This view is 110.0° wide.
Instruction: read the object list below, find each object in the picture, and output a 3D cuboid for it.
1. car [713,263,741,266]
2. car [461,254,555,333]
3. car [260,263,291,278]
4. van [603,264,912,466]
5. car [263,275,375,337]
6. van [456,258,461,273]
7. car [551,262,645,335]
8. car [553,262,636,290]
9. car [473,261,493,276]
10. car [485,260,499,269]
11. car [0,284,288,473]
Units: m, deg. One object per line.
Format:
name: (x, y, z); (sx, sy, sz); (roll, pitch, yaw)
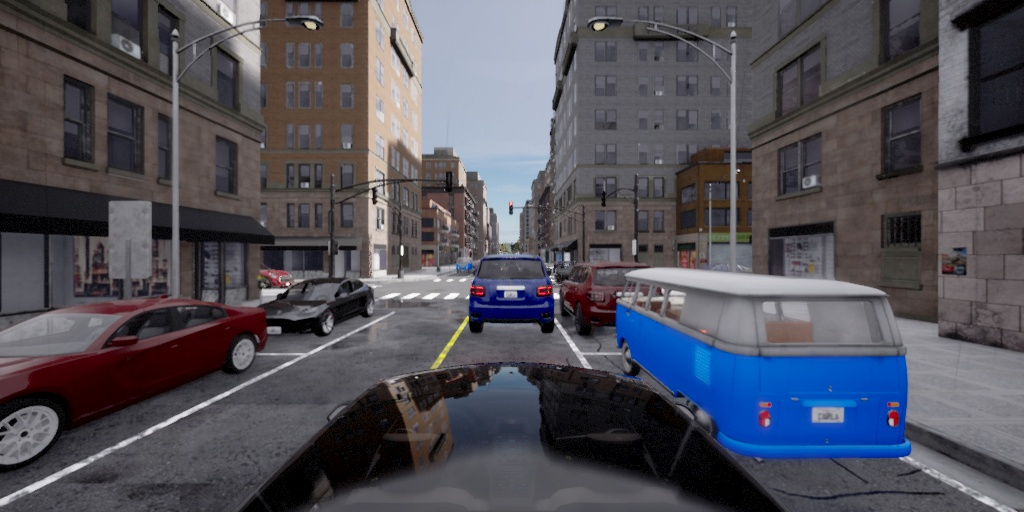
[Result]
car: (14.663, 1.217, 25.278); (5.357, 1.411, 2.033); (0, 0, 0)
car: (0.028, 0.968, 10.851); (2.150, 2.045, 5.566); (0, 0, 1)
car: (-16.103, 1.157, 22.152); (4.553, 1.767, 2.097); (0, 0, 0)
van: (2.631, 1.090, 4.841); (1.690, 1.789, 3.998); (0, 0, 0)
car: (-5.417, 1.313, 10.318); (1.948, 1.339, 4.313); (0, 0, 0)
van: (-5.573, 1.072, 42.281); (1.690, 1.789, 3.998); (0, 0, 0)
car: (2.608, 1.062, 10.352); (2.192, 1.841, 5.009); (0, 0, 0)
car: (5.218, 1.219, 22.688); (4.892, 1.490, 1.837); (0, 3, 18)
car: (-2.998, 1.260, 37.725); (1.812, 1.442, 4.674); (0, 0, 0)
car: (-3.061, 1.289, 55.837); (1.994, 1.385, 4.181); (0, 0, 0)
car: (-5.394, 1.294, 4.807); (1.888, 1.381, 4.507); (0, 0, 0)
